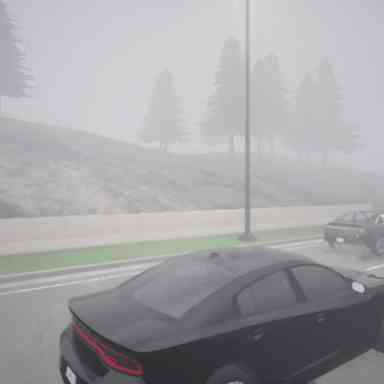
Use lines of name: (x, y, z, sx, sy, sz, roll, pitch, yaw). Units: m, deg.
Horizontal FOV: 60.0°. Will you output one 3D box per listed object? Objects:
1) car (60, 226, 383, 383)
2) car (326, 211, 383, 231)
car: (0.941, 1.477, 4.416, 5.008, 1.535, 1.882, 0, 0, -35)
car: (7.244, 1.490, 13.173, 4.902, 1.511, 2.128, 0, 0, -35)
